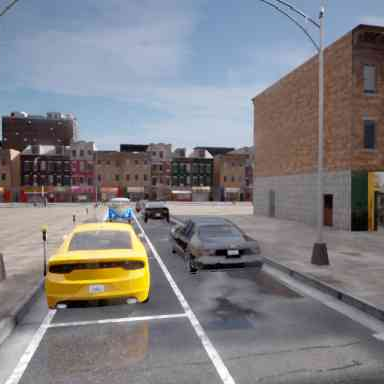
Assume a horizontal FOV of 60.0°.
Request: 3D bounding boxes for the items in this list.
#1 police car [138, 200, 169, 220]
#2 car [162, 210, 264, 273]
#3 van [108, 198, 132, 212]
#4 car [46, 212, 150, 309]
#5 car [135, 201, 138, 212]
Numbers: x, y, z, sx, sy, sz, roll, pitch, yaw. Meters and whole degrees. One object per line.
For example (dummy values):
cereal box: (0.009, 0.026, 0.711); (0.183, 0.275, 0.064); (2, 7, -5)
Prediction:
police car: (-2.979, 1.429, 26.293); (1.930, 1.638, 5.238); (0, 0, -12)
car: (0.486, 1.547, 10.708); (2.033, 1.411, 5.357); (0, 0, -12)
van: (-5.313, 1.344, 24.570); (1.690, 1.788, 3.998); (-1, 0, -12)
car: (-2.122, 1.477, 8.024); (1.882, 1.535, 5.008); (0, 0, -12)
car: (-5.488, 1.576, 38.397); (1.994, 1.385, 4.181); (0, 0, -12)
